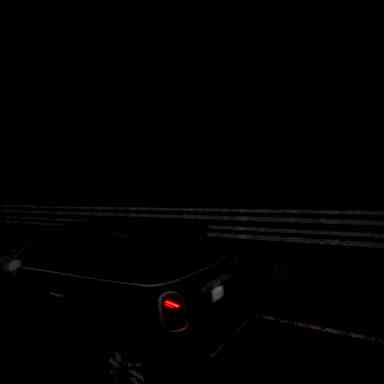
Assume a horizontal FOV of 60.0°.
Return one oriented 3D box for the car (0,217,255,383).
[{"bbox_3d":[-1.483,1.216,4.993,4.553,1.767,2.097,-1,2,33],"label":"car"}]
